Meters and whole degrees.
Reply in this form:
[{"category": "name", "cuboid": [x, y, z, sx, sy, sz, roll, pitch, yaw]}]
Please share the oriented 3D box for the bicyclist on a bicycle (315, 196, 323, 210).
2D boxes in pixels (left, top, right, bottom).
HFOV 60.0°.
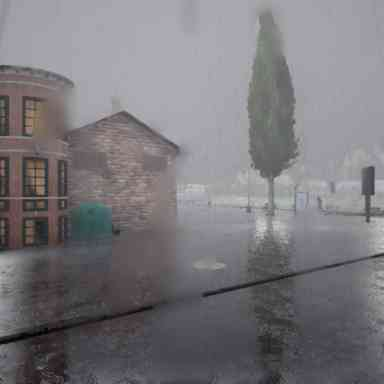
[{"category": "bicyclist on a bicycle", "cuboid": [15.318, 1.347, 40.146, 1.656, 1.620, 0.582, 0, 0, -36]}]
